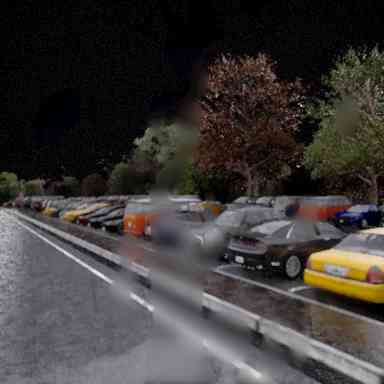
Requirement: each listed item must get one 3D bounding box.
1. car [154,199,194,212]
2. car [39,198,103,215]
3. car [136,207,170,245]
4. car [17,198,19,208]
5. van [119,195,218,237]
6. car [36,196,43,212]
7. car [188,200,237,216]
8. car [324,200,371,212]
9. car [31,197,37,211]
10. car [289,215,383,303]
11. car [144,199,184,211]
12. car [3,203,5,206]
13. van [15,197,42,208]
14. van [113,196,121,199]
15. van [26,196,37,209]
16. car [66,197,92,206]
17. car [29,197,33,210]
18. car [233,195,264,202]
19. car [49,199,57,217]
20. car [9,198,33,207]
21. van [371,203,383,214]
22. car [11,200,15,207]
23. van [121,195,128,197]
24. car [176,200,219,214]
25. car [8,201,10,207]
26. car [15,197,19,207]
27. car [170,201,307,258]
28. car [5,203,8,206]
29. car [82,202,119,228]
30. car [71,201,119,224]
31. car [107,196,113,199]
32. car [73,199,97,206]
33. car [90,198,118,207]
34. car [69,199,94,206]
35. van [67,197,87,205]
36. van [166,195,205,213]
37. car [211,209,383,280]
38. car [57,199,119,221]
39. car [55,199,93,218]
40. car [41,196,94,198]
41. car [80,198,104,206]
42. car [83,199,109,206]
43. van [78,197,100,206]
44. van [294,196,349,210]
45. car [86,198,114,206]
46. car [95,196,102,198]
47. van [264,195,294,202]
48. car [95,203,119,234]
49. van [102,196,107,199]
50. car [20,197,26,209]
[{"bbox_3d":[-2.291,1.718,42.683,4.674,1.452,2.002,0,0,-33],"label":"car"},{"bbox_3d":[-11.977,1.673,33.242,5.366,1.575,1.946,0,0,-33],"label":"car"},{"bbox_3d":[0.282,1.558,14.721,4.792,1.488,2.163,0,0,-33],"label":"car"},{"bbox_3d":[-25.395,2.000,54.293,4.674,1.452,2.002,0,-1,-33],"label":"car"},{"bbox_3d":[-1.156,1.321,17.100,4.442,1.987,1.878,0,0,-33],"label":"van"},{"bbox_3d":[-14.868,1.587,37.986,4.553,1.767,2.185,0,0,-33],"label":"car"},{"bbox_3d":[2.225,1.623,35.708,5.008,1.535,2.097,0,0,-33],"label":"car"},{"bbox_3d":[11.274,1.513,21.766,5.008,1.535,2.097,0,0,-33],"label":"car"},{"bbox_3d":[-16.356,1.730,40.329,5.008,1.535,2.097,0,0,-33],"label":"car"},{"bbox_3d":[4.938,1.491,7.824,5.366,1.575,1.946,0,0,-33],"label":"car"},{"bbox_3d":[-3.801,1.696,45.007,5.008,1.535,2.097,0,0,-33],"label":"car"},{"bbox_3d":[-42.148,2.699,79.798,5.366,1.575,1.946,0,-2,-33],"label":"car"},{"bbox_3d":[-31.341,1.986,63.676,4.442,1.987,1.878,0,-1,-33],"label":"van"},{"bbox_3d":[-9.993,1.545,54.358,4.442,1.987,1.878,0,-1,-33],"label":"van"},{"bbox_3d":[-19.469,1.542,44.929,4.442,1.987,1.878,0,0,-33],"label":"van"},{"bbox_3d":[-27.863,2.264,82.198,5.566,2.045,2.435,0,-2,-33],"label":"car"},{"bbox_3d":[-17.858,1.789,42.663,4.674,1.452,2.002,0,0,-33],"label":"car"},{"bbox_3d":[6.725,1.317,28.722,5.566,2.045,2.435,0,0,-33],"label":"car"},{"bbox_3d":[-10.317,1.658,31.010,4.892,1.521,2.231,0,0,-33],"label":"car"},{"bbox_3d":[-37.446,2.341,72.941,4.553,1.767,2.185,0,-1,-33],"label":"car"},{"bbox_3d":[12.693,1.271,19.367,4.442,1.987,1.878,0,0,-33],"label":"van"},{"bbox_3d":[-29.921,2.148,61.282,5.008,1.535,2.097,0,-1,-33],"label":"car"},{"bbox_3d":[-8.219,1.526,52.048,4.442,1.987,1.878,0,0,-33],"label":"van"},{"bbox_3d":[0.658,1.682,38.142,4.674,1.452,2.002,0,0,-33],"label":"car"},{"bbox_3d":[-34.429,2.367,68.282,4.792,1.488,2.163,0,-1,-33],"label":"car"},{"bbox_3d":[-26.933,2.052,56.605,4.792,1.488,2.163,0,-1,-33],"label":"car"},{"bbox_3d":[1.791,1.387,12.395,4.553,1.767,2.185,0,0,-33],"label":"car"},{"bbox_3d":[-35.991,2.150,70.585,5.566,2.045,2.435,0,-1,-33],"label":"car"},{"bbox_3d":[-4.297,1.613,21.678,4.792,1.488,2.163,0,0,-33],"label":"car"},{"bbox_3d":[-5.807,1.631,24.008,4.792,1.488,2.163,0,0,-33],"label":"car"},{"bbox_3d":[-11.314,1.815,56.619,5.008,1.535,2.097,0,-1,-33],"label":"car"},{"bbox_3d":[-24.879,2.382,77.530,4.892,1.521,2.231,0,-1,-33],"label":"car"},{"bbox_3d":[-17.347,2.068,65.909,4.892,1.521,2.231,0,-1,-33],"label":"car"},{"bbox_3d":[-26.533,2.443,79.755,5.366,1.575,1.946,0,-1,-33],"label":"car"},{"bbox_3d":[-29.360,2.372,84.673,4.442,1.987,1.878,0,-2,-33],"label":"van"},{"bbox_3d":[-0.754,1.435,40.530,4.442,1.987,1.878,0,0,-33],"label":"van"},{"bbox_3d":[3.272,1.501,10.042,4.892,1.521,2.231,0,0,-33],"label":"car"},{"bbox_3d":[-7.448,1.617,26.253,5.366,1.575,1.946,0,0,-33],"label":"car"},{"bbox_3d":[-8.796,1.640,28.687,4.892,1.521,2.231,0,0,-33],"label":"car"},{"bbox_3d":[-13.358,1.568,35.656,4.553,1.767,2.185,0,0,-33],"label":"car"},{"bbox_3d":[-21.889,2.130,72.871,4.553,1.767,2.185,0,-1,-33],"label":"car"},{"bbox_3d":[-20.427,2.195,70.663,5.008,1.535,2.097,0,-1,-33],"label":"car"},{"bbox_3d":[-23.272,2.092,75.277,4.442,1.987,1.878,0,-1,-33],"label":"van"},{"bbox_3d":[9.860,1.305,24.152,4.442,1.987,1.878,0,0,-33],"label":"van"},{"bbox_3d":[-18.852,2.129,68.233,5.008,1.535,2.097,0,-1,-33],"label":"car"},{"bbox_3d":[-14.484,1.938,61.163,5.366,1.575,1.946,0,-1,-33],"label":"car"},{"bbox_3d":[8.157,1.324,26.350,4.442,1.987,1.878,0,0,-33],"label":"van"},{"bbox_3d":[-2.787,1.594,19.349,4.792,1.488,2.163,0,0,-33],"label":"car"},{"bbox_3d":[-12.925,1.652,58.881,4.442,1.987,1.878,0,-1,-33],"label":"van"},{"bbox_3d":[-20.858,1.534,47.338,5.566,2.045,2.435,0,0,-33],"label":"car"}]
